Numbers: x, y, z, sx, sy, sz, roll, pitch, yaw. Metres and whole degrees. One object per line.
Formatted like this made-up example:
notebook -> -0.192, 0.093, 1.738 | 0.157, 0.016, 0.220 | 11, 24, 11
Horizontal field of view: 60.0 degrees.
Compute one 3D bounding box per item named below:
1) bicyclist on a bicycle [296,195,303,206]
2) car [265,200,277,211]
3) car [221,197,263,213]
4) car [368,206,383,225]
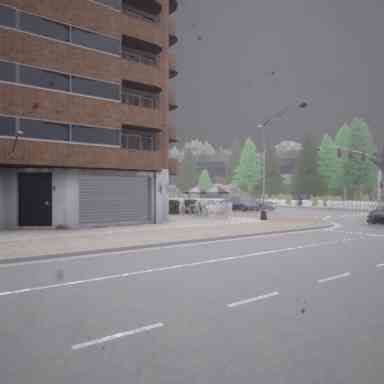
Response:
bicyclist on a bicycle -> 15.323, 1.245, 47.313 | 1.656, 1.620, 0.582 | 0, 0, -36
car -> 7.667, 1.435, 39.014 | 2.128, 1.511, 4.902 | 0, 0, -37
car -> 5.239, 1.296, 36.414 | 2.097, 1.767, 4.553 | 0, 0, -37
car -> 13.002, 1.555, 20.961 | 1.994, 1.385, 4.181 | 0, 0, -2
